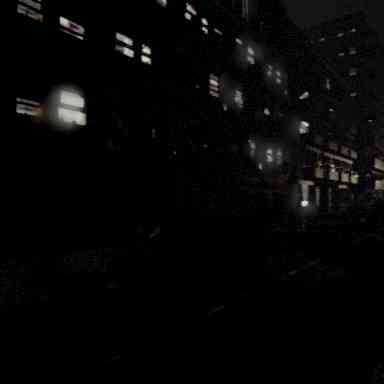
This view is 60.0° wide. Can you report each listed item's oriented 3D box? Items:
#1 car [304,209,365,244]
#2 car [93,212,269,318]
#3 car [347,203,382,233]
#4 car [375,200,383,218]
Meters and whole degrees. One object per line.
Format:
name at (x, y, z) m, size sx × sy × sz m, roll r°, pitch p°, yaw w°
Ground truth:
car at (7.133, 1.782, 17.062) m, size 2.008 × 1.369 × 4.403 m, roll -1°, pitch -1°, yaw 38°
car at (0.101, 1.459, 8.116) m, size 2.192 × 1.841 × 5.009 m, roll -1°, pitch -1°, yaw 38°
car at (10.648, 1.716, 21.538) m, size 1.967 × 1.590 × 4.097 m, roll -1°, pitch -1°, yaw 38°
car at (17.677, 1.683, 30.487) m, size 2.192 × 1.841 × 5.009 m, roll -1°, pitch -1°, yaw 38°
